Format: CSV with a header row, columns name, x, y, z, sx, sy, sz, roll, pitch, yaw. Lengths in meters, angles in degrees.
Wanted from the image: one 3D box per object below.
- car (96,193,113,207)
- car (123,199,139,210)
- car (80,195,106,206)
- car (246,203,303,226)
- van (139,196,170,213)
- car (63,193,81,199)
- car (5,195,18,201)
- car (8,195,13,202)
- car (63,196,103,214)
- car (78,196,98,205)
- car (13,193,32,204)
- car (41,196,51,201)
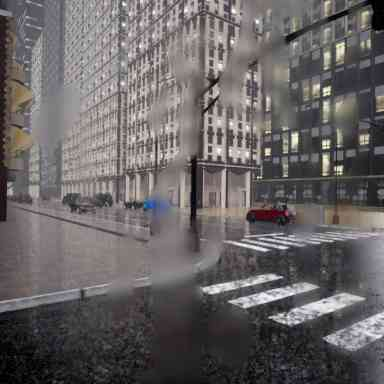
name,x,y,z,sx,sy,sz,roll,pitch,yaw
car,-14.447,1.255,53.171,2.150,2.045,5.566,1,-1,-35
car,-7.299,1.584,42.378,2.008,1.369,4.403,1,-1,-35
car,-14.539,1.536,48.025,1.994,1.385,4.181,1,-1,-37
car,5.786,1.505,23.957,1.967,1.590,4.097,1,-1,-35
van,-4.025,1.382,37.774,1.690,1.788,3.998,1,-1,-35
car,-20.001,1.183,55.629,2.150,2.045,5.566,1,-1,-35
car,-40.295,1.378,74.369,2.008,1.369,4.403,1,-1,-35
car,-37.025,1.397,69.764,1.947,1.339,4.313,1,-1,-35
car,-10.860,1.427,32.921,2.008,1.369,4.403,1,-1,-35
car,-18.455,1.526,58.874,1.837,1.490,4.892,1,-1,-35
car,-30.480,1.155,60.556,2.192,1.841,5.009,1,-1,-35
car,-36.735,1.571,83.826,1.802,1.307,4.206,1,-1,-35
